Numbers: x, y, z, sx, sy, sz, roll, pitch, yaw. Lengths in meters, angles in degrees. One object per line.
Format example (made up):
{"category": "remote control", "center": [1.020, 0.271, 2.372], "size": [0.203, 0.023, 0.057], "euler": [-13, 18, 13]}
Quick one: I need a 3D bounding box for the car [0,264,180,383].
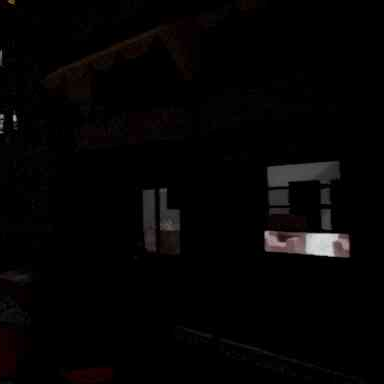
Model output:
{"category": "car", "center": [-1.998, 1.597, 4.169], "size": [4.206, 1.307, 1.802], "euler": [0, -2, 36]}

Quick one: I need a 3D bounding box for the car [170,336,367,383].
{"category": "car", "center": [2.367, 1.521, 1.059], "size": [4.829, 1.417, 1.752], "euler": [0, -2, 36]}
